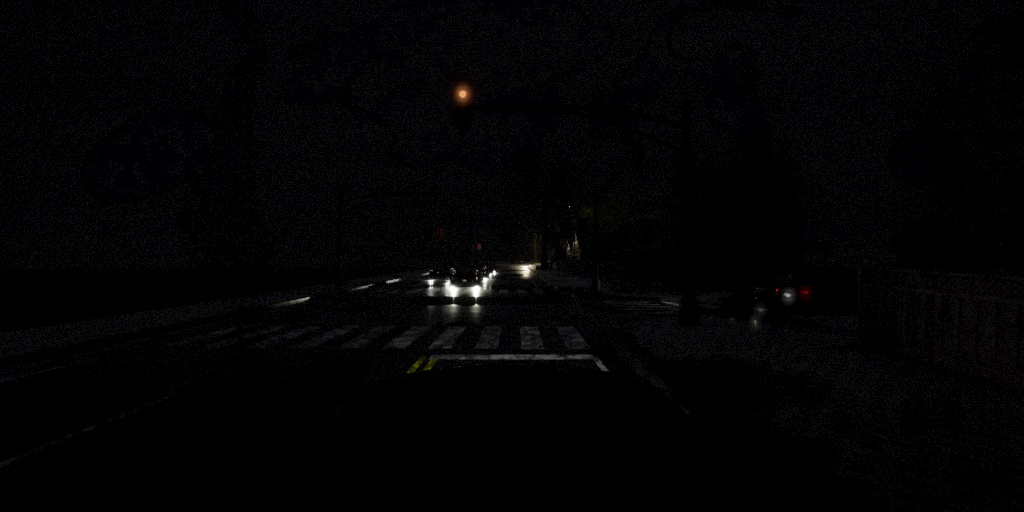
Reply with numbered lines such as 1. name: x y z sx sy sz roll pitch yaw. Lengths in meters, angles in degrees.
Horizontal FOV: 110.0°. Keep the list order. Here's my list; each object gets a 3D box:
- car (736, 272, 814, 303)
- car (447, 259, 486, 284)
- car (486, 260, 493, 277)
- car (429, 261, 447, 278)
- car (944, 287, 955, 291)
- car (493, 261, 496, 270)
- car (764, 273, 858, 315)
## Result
1. car: 13.066 1.508 16.544 5.008 1.535 1.882 1 -2 -2
2. car: -3.305 1.109 26.847 2.097 1.767 4.553 0 0 -1
3. car: -3.343 1.108 35.676 2.097 1.767 4.553 0 0 0
4. car: -6.594 1.262 34.431 1.837 1.490 4.892 0 0 0
5. car: 22.953 1.739 16.912 5.357 1.411 2.033 1 -2 -3
6. car: -3.334 1.282 44.635 1.812 1.442 4.674 0 0 0
7. car: 12.479 1.498 13.669 4.181 1.385 1.994 1 -2 -2
